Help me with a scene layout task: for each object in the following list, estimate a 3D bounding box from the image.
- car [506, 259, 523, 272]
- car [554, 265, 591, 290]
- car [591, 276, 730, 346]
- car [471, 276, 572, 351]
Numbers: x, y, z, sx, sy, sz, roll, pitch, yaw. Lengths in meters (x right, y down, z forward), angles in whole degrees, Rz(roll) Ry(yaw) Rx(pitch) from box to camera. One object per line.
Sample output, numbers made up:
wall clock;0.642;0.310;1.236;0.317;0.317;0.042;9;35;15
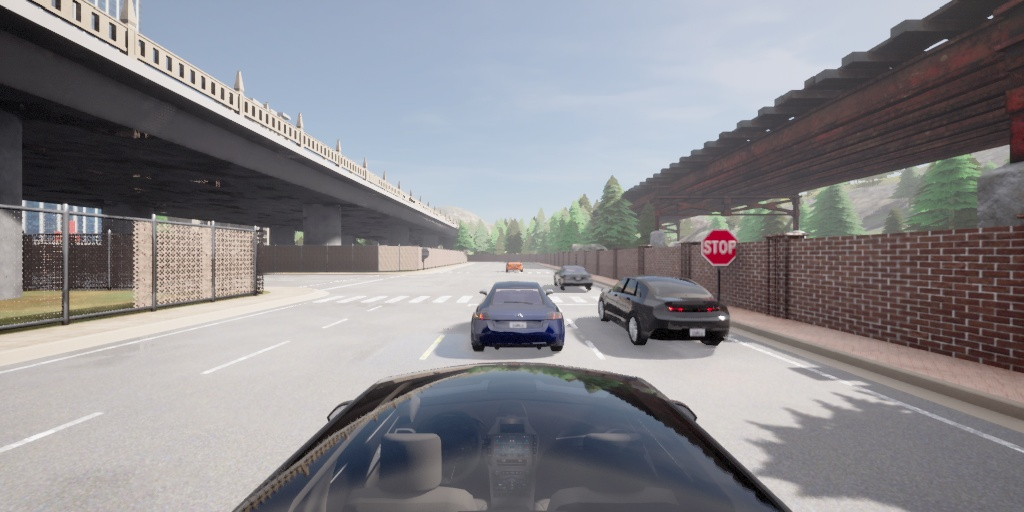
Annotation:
car;0.275;1.100;45.306;2.097;1.767;4.553;0;0;0
car;3.722;1.297;22.432;2.033;1.411;5.357;0;0;1
car;3.620;1.254;9.413;1.837;1.490;4.892;0;0;0
car;0.117;1.314;8.987;1.994;1.385;4.181;0;0;0
